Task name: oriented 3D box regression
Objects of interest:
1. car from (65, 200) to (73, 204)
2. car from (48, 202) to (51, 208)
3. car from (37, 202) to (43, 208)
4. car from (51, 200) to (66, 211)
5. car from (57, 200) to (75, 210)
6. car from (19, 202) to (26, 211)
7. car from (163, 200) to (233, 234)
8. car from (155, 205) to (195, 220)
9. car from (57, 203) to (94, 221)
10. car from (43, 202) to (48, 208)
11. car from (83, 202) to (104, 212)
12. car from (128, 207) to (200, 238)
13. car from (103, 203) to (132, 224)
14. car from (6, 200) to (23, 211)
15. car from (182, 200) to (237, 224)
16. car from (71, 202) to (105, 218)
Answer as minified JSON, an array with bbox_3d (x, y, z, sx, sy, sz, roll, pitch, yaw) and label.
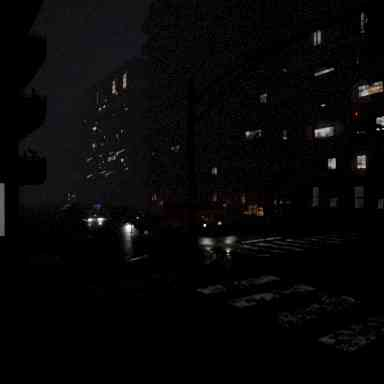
[{"bbox_3d":[-17.502,2.273,51.432,2.097,1.767,4.553,0,-1,-36],"label":"car"},{"bbox_3d":[-28.446,2.623,70.863,2.192,1.841,5.009,-1,0,-36],"label":"car"},{"bbox_3d":[-35.086,3.049,80.035,1.887,1.381,4.507,-1,0,-36],"label":"car"},{"bbox_3d":[-22.677,2.569,58.572,2.128,1.511,4.902,0,-1,-36],"label":"car"},{"bbox_3d":[-25.123,2.524,66.276,2.192,1.841,5.009,-1,0,-36],"label":"car"},{"bbox_3d":[-31.841,2.769,61.330,1.887,1.381,4.507,-1,0,-36],"label":"car"},{"bbox_3d":[0.009,1.531,21.801,2.150,2.045,5.566,0,-1,-36],"label":"car"},{"bbox_3d":[-1.855,2.045,34.174,1.887,1.381,4.507,-1,0,-36],"label":"car"},{"bbox_3d":[-11.902,2.163,33.813,1.887,1.381,4.507,-1,0,-36],"label":"car"},{"bbox_3d":[-31.763,2.972,75.448,1.947,1.339,4.313,-1,0,-36],"label":"car"},{"bbox_3d":[-16.369,2.432,55.048,1.882,1.535,5.008,0,-1,-36],"label":"car"},{"bbox_3d":[-1.833,1.833,19.916,1.752,1.417,4.829,-1,0,-36],"label":"car"},{"bbox_3d":[-6.051,2.003,30.178,1.837,1.490,4.892,0,-1,-36],"label":"car"},{"bbox_3d":[-35.169,2.639,65.916,2.192,1.841,5.009,-1,0,-36],"label":"car"},{"bbox_3d":[1.461,1.713,29.588,2.192,1.841,5.009,-1,0,-36],"label":"car"},{"bbox_3d":[-12.201,2.234,38.682,2.033,1.411,5.357,0,-1,-36],"label":"car"}]
